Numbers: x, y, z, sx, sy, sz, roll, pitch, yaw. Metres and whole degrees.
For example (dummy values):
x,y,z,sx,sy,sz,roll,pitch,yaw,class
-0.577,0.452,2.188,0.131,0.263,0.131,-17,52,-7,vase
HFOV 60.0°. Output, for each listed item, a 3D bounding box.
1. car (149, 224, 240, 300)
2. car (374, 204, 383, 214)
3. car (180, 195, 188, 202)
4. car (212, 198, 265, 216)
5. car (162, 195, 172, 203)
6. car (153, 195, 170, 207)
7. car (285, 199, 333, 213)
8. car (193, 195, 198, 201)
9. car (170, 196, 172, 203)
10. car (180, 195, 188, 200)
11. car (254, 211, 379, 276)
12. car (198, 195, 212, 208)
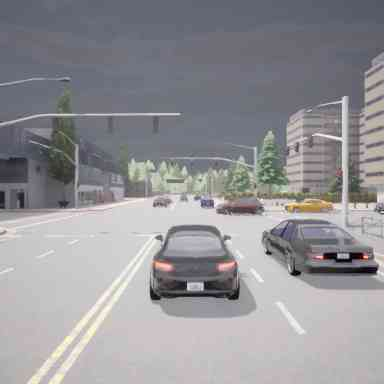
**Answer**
x,y,z,sx,sy,sz,roll,pitch,yaw,class
0.037,1.526,8.247,1.812,1.442,4.674,0,0,-1,car
20.496,1.504,32.647,4.892,1.490,1.837,0,0,-2,car
-1.910,1.533,78.167,2.033,1.411,5.357,0,0,-1,car
4.580,1.351,32.067,4.553,1.767,2.097,0,0,-3,car
-5.217,1.478,70.600,1.882,1.535,5.008,0,0,-1,car
-4.780,1.564,50.292,1.994,1.385,4.181,0,0,-2,car
12.561,1.478,35.919,5.008,1.535,1.882,0,0,-2,car
1.431,1.500,84.386,1.837,1.490,4.892,0,0,-1,car
-5.018,1.564,60.269,1.994,1.385,4.181,0,0,-2,car
-2.183,1.467,88.802,1.994,1.385,4.181,0,0,-1,car
3.534,1.547,10.304,2.033,1.411,5.357,0,0,0,car
2.273,1.477,49.498,1.882,1.535,5.008,0,0,0,car
